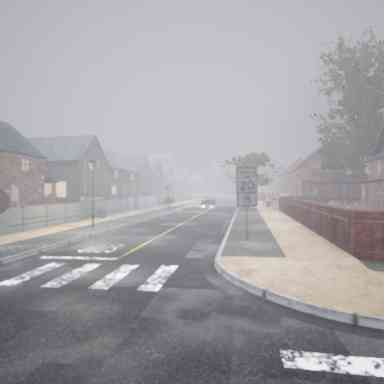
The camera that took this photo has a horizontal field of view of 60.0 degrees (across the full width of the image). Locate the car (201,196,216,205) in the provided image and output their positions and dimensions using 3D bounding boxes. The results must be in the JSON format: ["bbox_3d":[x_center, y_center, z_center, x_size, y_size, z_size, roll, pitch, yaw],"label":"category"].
[{"bbox_3d":[2.592,1.255,50.799,1.994,1.385,4.181,-1,0,9],"label":"car"}]
